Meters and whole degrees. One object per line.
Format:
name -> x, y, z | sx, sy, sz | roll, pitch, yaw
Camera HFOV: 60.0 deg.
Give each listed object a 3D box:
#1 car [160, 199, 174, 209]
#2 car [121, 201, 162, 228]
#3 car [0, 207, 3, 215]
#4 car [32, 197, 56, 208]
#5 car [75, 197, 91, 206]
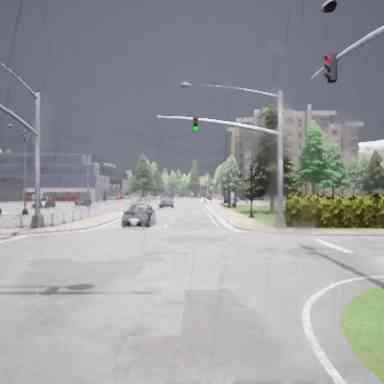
car -> -3.568, 1.630, 47.277 | 1.994, 1.385, 4.181 | 0, 0, 0
car -> -3.535, 1.598, 22.675 | 2.128, 1.511, 4.902 | 0, 1, 0
car -> -17.743, 1.406, 27.597 | 2.007, 1.523, 4.514 | 0, 0, 0
car -> -20.576, 1.495, 46.235 | 1.970, 1.475, 3.806 | 0, 0, 0
car -> -17.533, 1.502, 53.630 | 1.845, 1.501, 3.633 | 0, 0, 0
